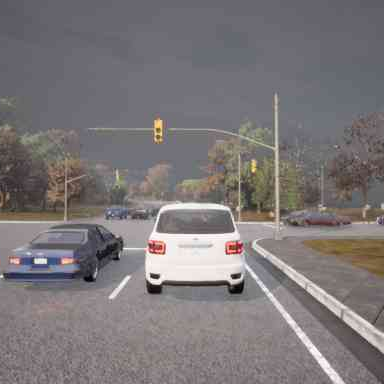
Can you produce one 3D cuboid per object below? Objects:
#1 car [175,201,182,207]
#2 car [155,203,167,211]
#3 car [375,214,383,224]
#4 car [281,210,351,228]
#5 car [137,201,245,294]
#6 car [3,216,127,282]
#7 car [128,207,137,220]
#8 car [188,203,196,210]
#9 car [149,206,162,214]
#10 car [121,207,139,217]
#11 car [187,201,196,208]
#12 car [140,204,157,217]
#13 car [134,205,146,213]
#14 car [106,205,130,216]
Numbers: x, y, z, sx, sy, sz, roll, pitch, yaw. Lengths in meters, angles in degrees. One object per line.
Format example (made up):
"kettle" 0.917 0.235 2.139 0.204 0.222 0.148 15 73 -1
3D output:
"car" -3.637 3.093 87.424 1.882 1.535 5.008 0 0 -3
"car" -7.037 3.381 75.923 2.033 1.411 5.357 0 0 0
"car" 20.772 2.504 32.976 4.902 1.511 2.128 0 -3 -3
"car" 10.983 2.387 29.111 5.357 1.411 2.033 0 -3 -1
"car" 0.078 1.320 9.162 2.150 2.045 5.566 0 -1 0
"car" -3.422 1.664 10.015 2.033 1.411 5.357 0 -1 0
"car" -7.109 3.144 45.776 1.895 1.301 4.718 0 -2 -1
"car" -0.038 3.332 77.628 1.837 1.490 4.892 0 0 0
"car" -7.072 3.481 65.226 1.895 1.301 4.718 0 0 1
"car" -10.606 3.369 57.427 2.033 1.411 5.357 0 -1 1
"car" -0.161 3.287 87.779 1.837 1.490 4.892 0 0 -3
"car" -7.117 3.007 55.304 2.150 2.045 5.566 0 -1 0
"car" -10.543 3.481 67.710 1.895 1.301 4.718 0 0 0
"car" -10.631 2.808 47.134 2.150 2.045 5.566 0 -2 -2
